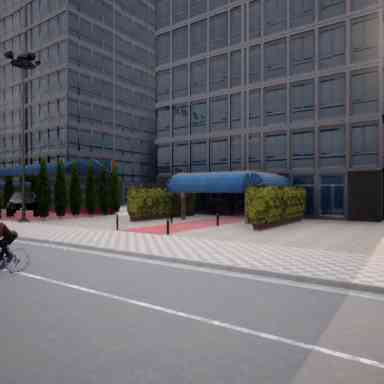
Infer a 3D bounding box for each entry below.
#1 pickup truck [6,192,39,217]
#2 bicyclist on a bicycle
[{"bbox_3d":[-15.165,1.059,30.077,2.390,2.098,6.274,0,0,-25],"label":"pickup truck"},{"bbox_3d":[-5.106,1.451,8.779,0.582,1.620,1.656,0,1,34],"label":"bicyclist on a bicycle"}]
